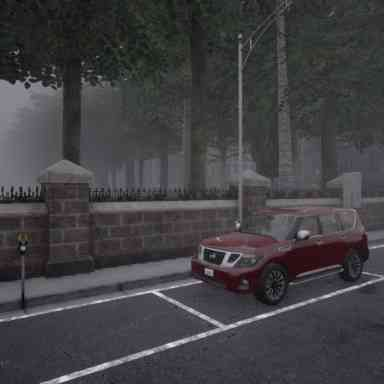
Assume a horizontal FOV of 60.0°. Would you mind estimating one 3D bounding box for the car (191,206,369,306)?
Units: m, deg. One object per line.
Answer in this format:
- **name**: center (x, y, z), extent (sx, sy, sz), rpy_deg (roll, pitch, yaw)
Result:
- **car**: center (2.393, 1.314, 8.238), extent (5.009, 1.841, 2.192), rpy_deg (0, 0, -35)
